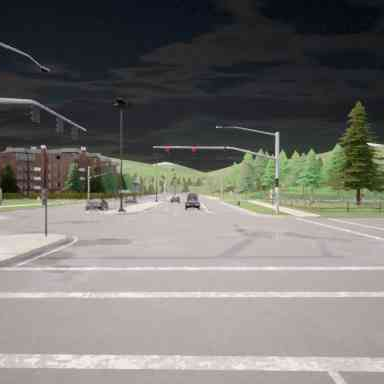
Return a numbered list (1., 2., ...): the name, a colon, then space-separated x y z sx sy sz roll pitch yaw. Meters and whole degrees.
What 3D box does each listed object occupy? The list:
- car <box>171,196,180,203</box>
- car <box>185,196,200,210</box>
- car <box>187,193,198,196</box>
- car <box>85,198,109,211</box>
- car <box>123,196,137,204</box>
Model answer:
1. car: -3.412 1.491 68.922 2.128 1.511 4.902 0 0 0
2. car: 0.055 1.601 43.513 1.895 1.301 4.718 0 0 0
3. car: 0.088 1.221 68.949 2.150 2.045 5.566 0 0 0
4. car: -11.527 1.525 40.592 1.812 1.442 4.674 0 0 0
5. car: -11.438 1.525 61.820 1.812 1.442 4.674 0 0 0
